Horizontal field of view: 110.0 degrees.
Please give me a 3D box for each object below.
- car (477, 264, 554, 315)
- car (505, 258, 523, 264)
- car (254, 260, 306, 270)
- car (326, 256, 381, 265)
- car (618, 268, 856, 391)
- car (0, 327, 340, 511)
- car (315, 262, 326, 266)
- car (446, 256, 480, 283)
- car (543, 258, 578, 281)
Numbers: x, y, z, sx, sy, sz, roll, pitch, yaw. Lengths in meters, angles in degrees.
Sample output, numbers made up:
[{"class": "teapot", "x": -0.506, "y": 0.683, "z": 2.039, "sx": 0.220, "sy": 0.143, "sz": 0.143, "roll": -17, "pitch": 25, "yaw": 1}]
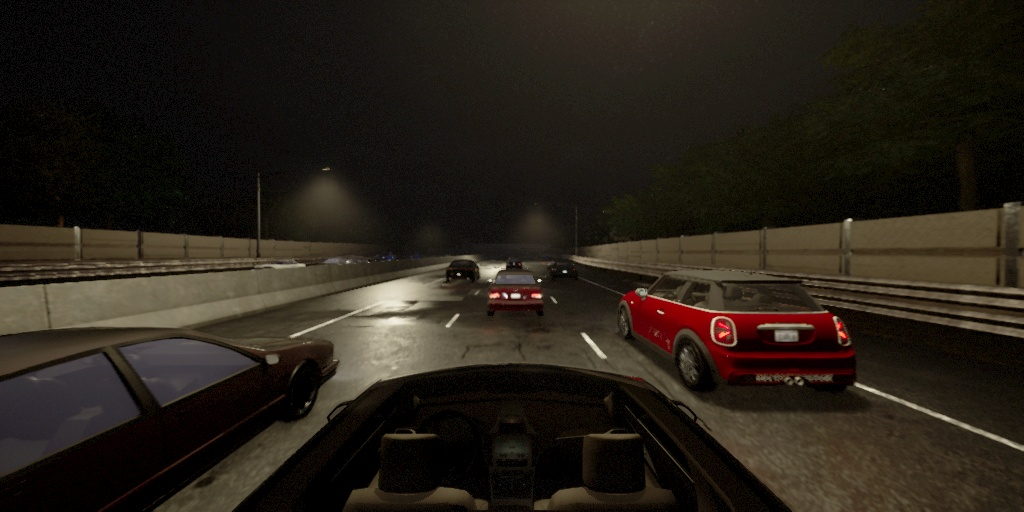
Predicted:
[{"class": "car", "x": 0.107, "y": 1.175, "z": 12.911, "sx": 2.033, "sy": 1.411, "sz": 5.357, "roll": 0, "pitch": 1, "yaw": 0}, {"class": "car", "x": 0.232, "y": 0.880, "z": 40.350, "sx": 2.033, "sy": 1.411, "sz": 5.357, "roll": 0, "pitch": 1, "yaw": 0}, {"class": "car", "x": -21.016, "y": 1.015, "z": 32.609, "sx": 1.895, "sy": 1.301, "sz": 4.718, "roll": 0, "pitch": 1, "yaw": 0}, {"class": "car", "x": -14.021, "y": 0.968, "z": 32.103, "sx": 2.033, "sy": 1.411, "sz": 5.357, "roll": 0, "pitch": 1, "yaw": 0}, {"class": "car", "x": 3.602, "y": 1.046, "z": 6.827, "sx": 2.097, "sy": 1.767, "sz": 4.553, "roll": 0, "pitch": 1, "yaw": 0}, {"class": "car", "x": -3.400, "y": 1.287, "z": 2.681, "sx": 2.033, "sy": 1.411, "sz": 5.357, "roll": 0, "pitch": 1, "yaw": 0}, {"class": "car", "x": -17.498, "y": 0.929, "z": 35.718, "sx": 2.033, "sy": 1.411, "sz": 5.357, "roll": 0, "pitch": 1, "yaw": 0}, {"class": "car", "x": -3.356, "y": 0.974, "z": 25.104, "sx": 1.882, "sy": 1.535, "sz": 5.008, "roll": 0, "pitch": 1, "yaw": 0}, {"class": "car", "x": 3.651, "y": 1.043, "z": 26.708, "sx": 1.994, "sy": 1.385, "sz": 4.181, "roll": 0, "pitch": 1, "yaw": 0}]
